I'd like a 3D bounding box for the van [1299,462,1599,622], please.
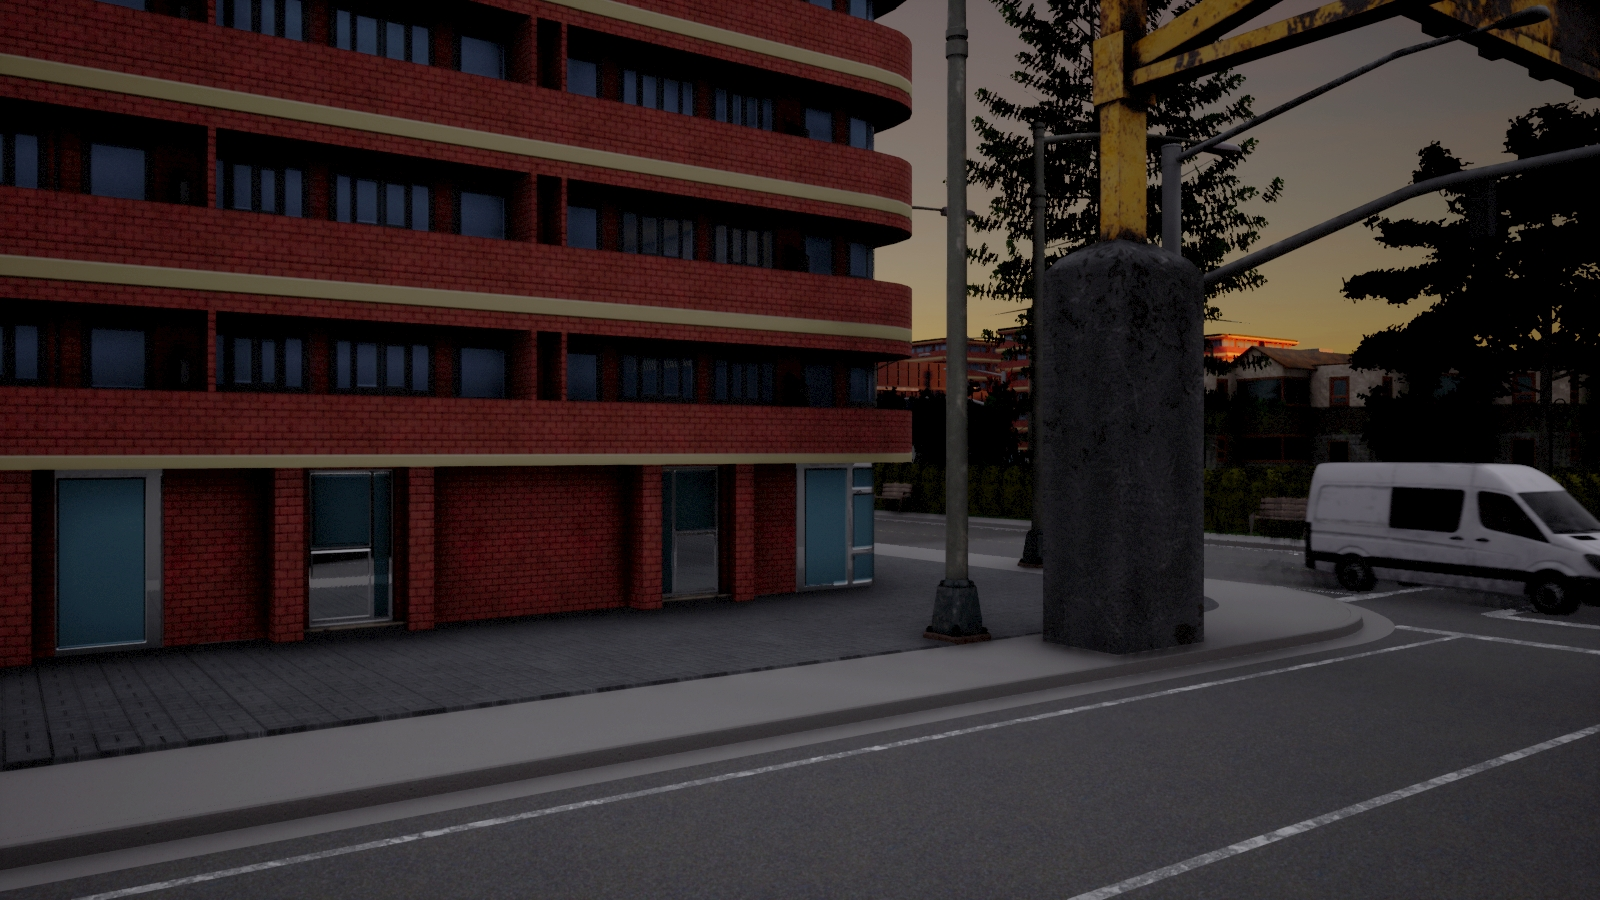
[{"bbox_3d":[12.598,1.525,21.464,1.988,2.561,5.915,0,0,-29],"label":"van"}]
